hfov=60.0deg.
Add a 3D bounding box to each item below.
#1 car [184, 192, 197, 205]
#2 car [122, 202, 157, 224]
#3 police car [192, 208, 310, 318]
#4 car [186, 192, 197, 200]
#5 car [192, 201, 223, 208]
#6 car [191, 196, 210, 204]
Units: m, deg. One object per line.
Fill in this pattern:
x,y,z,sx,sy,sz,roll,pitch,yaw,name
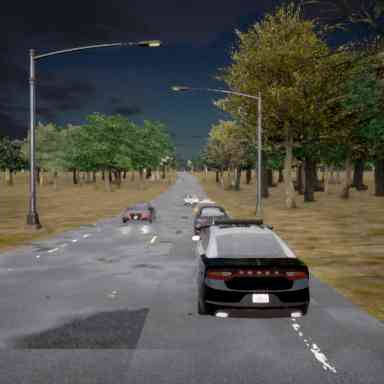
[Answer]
-0.040,1.097,45.132,1.895,1.301,4.718,0,1,0,car
-3.629,1.417,23.493,1.994,1.385,4.181,0,1,0,car
1.043,1.408,7.654,1.930,1.638,5.238,0,0,0,police car
-0.080,0.684,58.234,1.895,1.301,4.718,0,2,0,car
1.029,1.440,17.544,1.812,1.442,4.674,0,1,0,car
1.020,1.306,23.732,1.801,1.575,5.366,0,1,0,car
